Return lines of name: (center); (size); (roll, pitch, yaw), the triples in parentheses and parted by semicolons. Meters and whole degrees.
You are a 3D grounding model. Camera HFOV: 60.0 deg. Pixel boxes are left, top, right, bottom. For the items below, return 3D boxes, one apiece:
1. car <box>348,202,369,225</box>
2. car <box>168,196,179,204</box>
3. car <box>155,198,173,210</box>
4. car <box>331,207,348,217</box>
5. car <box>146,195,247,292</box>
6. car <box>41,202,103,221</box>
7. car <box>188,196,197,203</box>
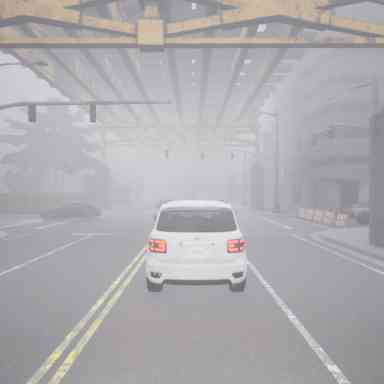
car: (13.277, 1.453, 22.120); (4.974, 1.542, 2.038); (0, 0, -20)
car: (-3.464, 1.565, 62.939); (1.994, 1.385, 4.181); (0, 0, 0)
car: (-3.566, 1.565, 42.923); (1.994, 1.385, 4.181); (0, 0, 0)
car: (13.653, 1.295, 26.257); (4.536, 1.218, 1.853); (0, 0, 25)
car: (0.085, 1.221, 9.075); (2.150, 2.045, 5.566); (0, 0, 0)
car: (-9.483, 1.526, 26.494); (4.674, 1.442, 1.812); (0, 1, -14)
car: (0.147, 1.526, 68.196); (1.812, 1.442, 4.674); (0, 0, 0)
